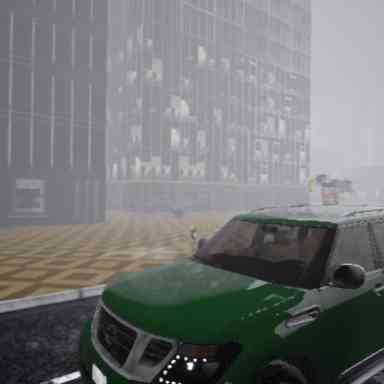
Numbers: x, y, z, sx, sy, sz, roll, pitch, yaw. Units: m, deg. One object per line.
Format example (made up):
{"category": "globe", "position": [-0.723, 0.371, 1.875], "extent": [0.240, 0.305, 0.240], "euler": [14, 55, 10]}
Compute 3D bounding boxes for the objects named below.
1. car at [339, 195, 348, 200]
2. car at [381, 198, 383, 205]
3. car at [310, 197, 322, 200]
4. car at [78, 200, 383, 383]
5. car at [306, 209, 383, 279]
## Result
{"category": "car", "position": [33.035, 1.667, 75.867], "extent": [2.192, 1.841, 5.009], "euler": [1, -1, -35]}
{"category": "car", "position": [40.040, 1.877, 65.835], "extent": [1.802, 1.307, 4.206], "euler": [1, -1, -35]}
{"category": "car", "position": [29.845, 1.819, 80.409], "extent": [1.967, 1.590, 4.097], "euler": [1, -1, -35]}
{"category": "car", "position": [1.466, 1.230, 4.424], "extent": [5.566, 2.045, 2.150], "euler": [0, 0, -36]}
{"category": "car", "position": [5.753, 1.463, 10.619], "extent": [4.097, 1.590, 1.967], "euler": [0, 1, -36]}
